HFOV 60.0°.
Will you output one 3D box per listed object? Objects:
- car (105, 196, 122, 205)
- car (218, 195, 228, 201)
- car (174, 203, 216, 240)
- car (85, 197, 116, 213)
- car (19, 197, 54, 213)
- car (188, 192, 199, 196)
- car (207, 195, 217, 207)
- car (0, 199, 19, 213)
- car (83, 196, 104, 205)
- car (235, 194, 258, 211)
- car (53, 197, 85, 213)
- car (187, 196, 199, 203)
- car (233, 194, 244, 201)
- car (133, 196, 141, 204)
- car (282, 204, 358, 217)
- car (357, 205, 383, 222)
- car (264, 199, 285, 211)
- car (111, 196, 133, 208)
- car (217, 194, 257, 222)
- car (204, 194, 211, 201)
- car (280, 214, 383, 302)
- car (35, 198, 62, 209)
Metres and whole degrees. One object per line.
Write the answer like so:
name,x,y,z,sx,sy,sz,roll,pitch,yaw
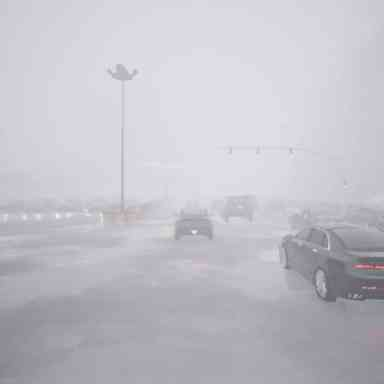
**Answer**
car,-13.831,1.499,59.138,1.837,1.490,4.892,0,1,0
car,7.328,1.342,79.286,1.895,1.301,4.718,0,1,0
car,0.102,1.561,17.512,1.837,1.490,4.892,0,0,0
car,-10.490,1.606,38.473,1.812,1.442,4.674,0,0,0
car,-17.490,1.432,38.538,2.097,1.767,4.553,0,0,0
car,0.307,1.013,76.562,2.150,2.045,5.566,0,1,0
car,3.679,1.560,47.283,2.128,1.511,4.902,0,0,0
car,-20.988,1.557,38.786,1.882,1.535,5.008,0,0,0
car,-17.334,1.545,58.756,2.033,1.411,5.357,0,1,0
car,7.154,1.295,43.890,2.150,2.045,5.566,0,0,0
car,-13.990,1.644,38.490,1.994,1.385,4.181,0,0,0
car,0.133,1.624,40.998,2.033,1.411,5.357,0,0,0
car,10.816,1.295,77.704,1.812,1.442,4.674,0,1,0
car,-10.330,1.470,59.306,1.882,1.535,5.008,0,1,0
car,7.103,1.607,19.148,2.033,1.411,5.357,0,0,0
car,10.603,1.567,19.796,1.837,1.490,4.892,0,0,0
car,10.648,1.622,42.930,2.033,1.411,5.357,0,0,0
car,-10.412,1.540,48.875,1.882,1.535,5.008,0,0,0
car,3.604,1.307,27.582,2.150,2.045,5.566,0,0,0
car,3.831,1.240,79.622,1.837,1.490,4.892,0,1,0
car,3.601,1.532,8.326,1.837,1.490,4.892,0,0,0
car,-20.914,1.628,48.646,1.994,1.385,4.181,0,0,0
